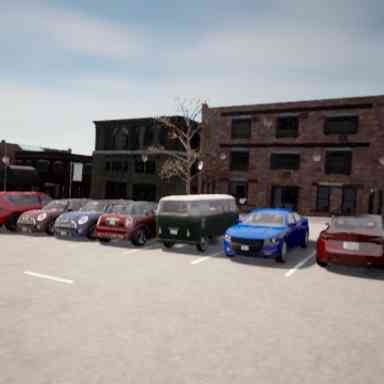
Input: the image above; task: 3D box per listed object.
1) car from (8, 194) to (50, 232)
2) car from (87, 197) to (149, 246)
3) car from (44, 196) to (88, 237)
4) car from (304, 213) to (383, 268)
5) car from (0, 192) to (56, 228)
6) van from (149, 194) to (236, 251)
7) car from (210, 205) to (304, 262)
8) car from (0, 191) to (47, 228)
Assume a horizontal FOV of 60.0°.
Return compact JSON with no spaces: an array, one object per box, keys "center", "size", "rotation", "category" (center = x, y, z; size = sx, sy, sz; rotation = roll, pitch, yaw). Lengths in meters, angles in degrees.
[{"center":[-6.781,1.168,17.662],"size":[2.185,1.767,4.553],"rotation":[0,0,31],"category":"car"},{"center":[-2.000,1.204,14.733],"size":[2.185,1.767,4.553],"rotation":[0,0,31],"category":"car"},{"center":[-4.374,1.186,16.225],"size":[2.185,1.767,4.553],"rotation":[0,0,31],"category":"car"},{"center":[5.251,1.412,10.474],"size":[2.163,1.488,4.792],"rotation":[0,0,31],"category":"car"},{"center":[-11.595,1.007,20.534],"size":[2.435,2.045,5.566],"rotation":[0,0,31],"category":"car"},{"center":[0.483,1.121,13.422],"size":[1.878,1.987,4.442],"rotation":[0,0,31],"category":"van"},{"center":[2.832,1.365,11.891],"size":[2.097,1.535,5.008],"rotation":[0,0,31],"category":"car"},{"center":[-9.189,1.025,19.096],"size":[2.435,2.045,5.566],"rotation":[0,0,31],"category":"car"}]
